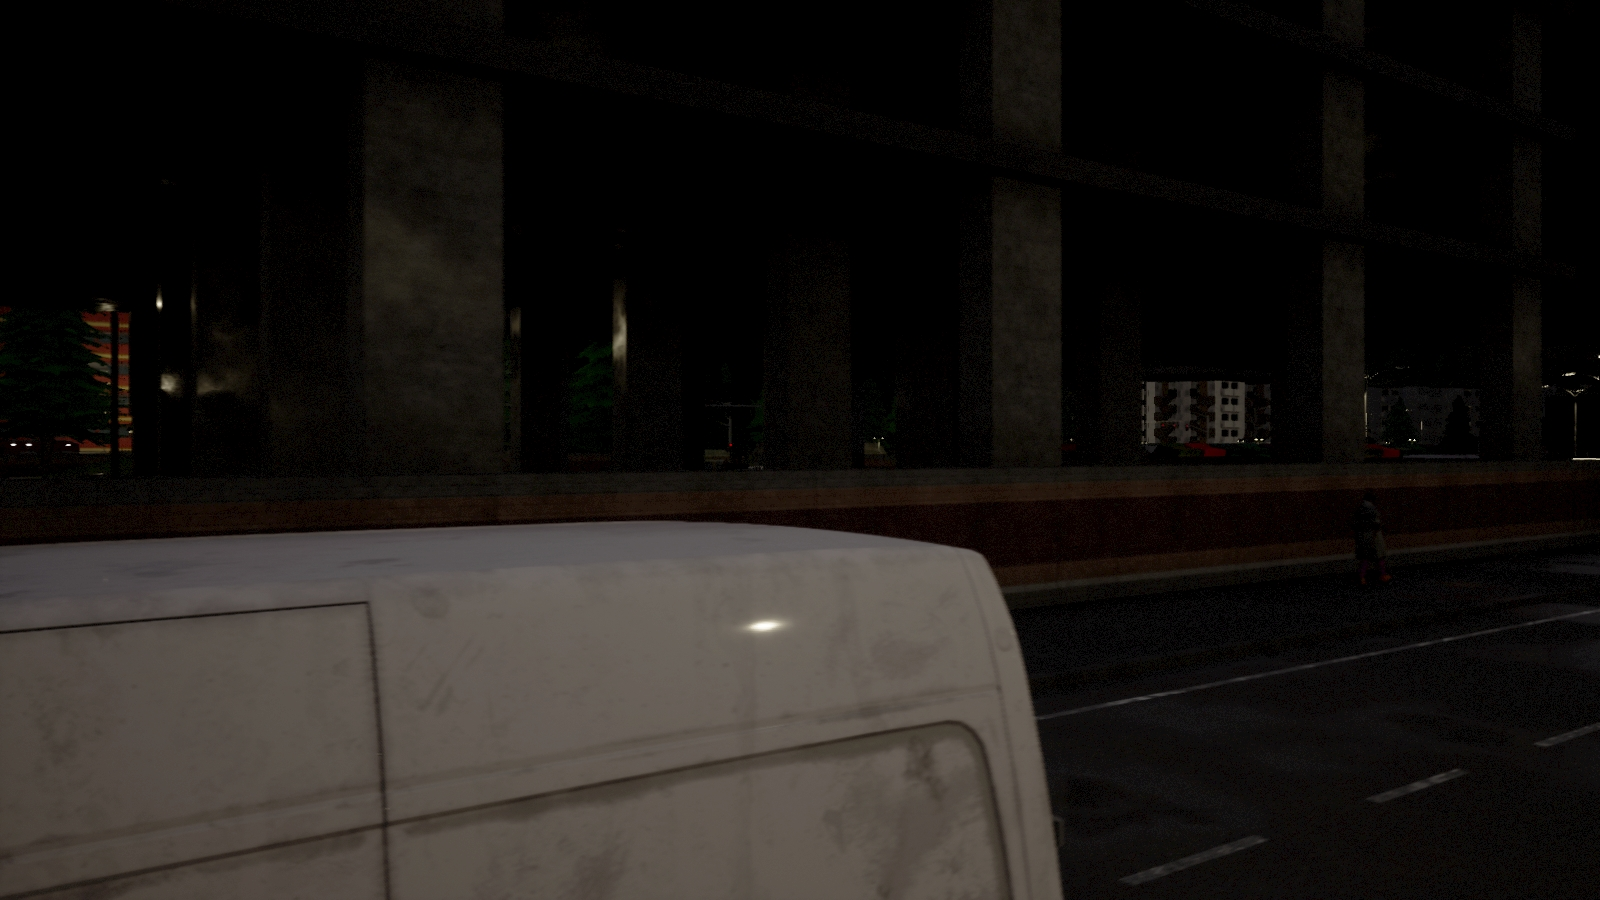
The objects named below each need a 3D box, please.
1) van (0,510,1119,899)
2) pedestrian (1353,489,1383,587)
[{"bbox_3d":[-2.097,1.534,2.314,5.915,2.561,1.988,0,0,-35],"label":"van"},{"bbox_3d":[11.009,1.697,22.131,0.375,1.860,0.375,0,0,-32],"label":"pedestrian"}]
